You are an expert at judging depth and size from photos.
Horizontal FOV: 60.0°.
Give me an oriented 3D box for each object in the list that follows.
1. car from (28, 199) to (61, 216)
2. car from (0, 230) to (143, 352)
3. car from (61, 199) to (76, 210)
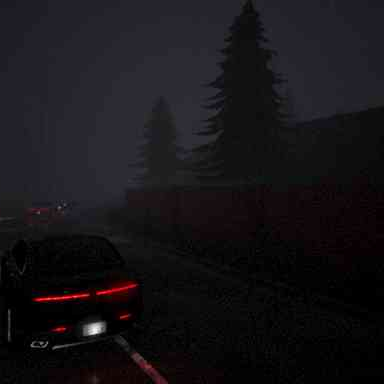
[{"bbox_3d":[-14.031,1.535,31.544,1.895,1.301,4.718,1,0,-13],"label":"car"},{"bbox_3d":[-2.513,1.497,6.334,1.837,1.490,4.892,1,0,-32],"label":"car"},{"bbox_3d":[-15.865,1.535,41.489,1.895,1.301,4.718,0,0,-6],"label":"car"}]
